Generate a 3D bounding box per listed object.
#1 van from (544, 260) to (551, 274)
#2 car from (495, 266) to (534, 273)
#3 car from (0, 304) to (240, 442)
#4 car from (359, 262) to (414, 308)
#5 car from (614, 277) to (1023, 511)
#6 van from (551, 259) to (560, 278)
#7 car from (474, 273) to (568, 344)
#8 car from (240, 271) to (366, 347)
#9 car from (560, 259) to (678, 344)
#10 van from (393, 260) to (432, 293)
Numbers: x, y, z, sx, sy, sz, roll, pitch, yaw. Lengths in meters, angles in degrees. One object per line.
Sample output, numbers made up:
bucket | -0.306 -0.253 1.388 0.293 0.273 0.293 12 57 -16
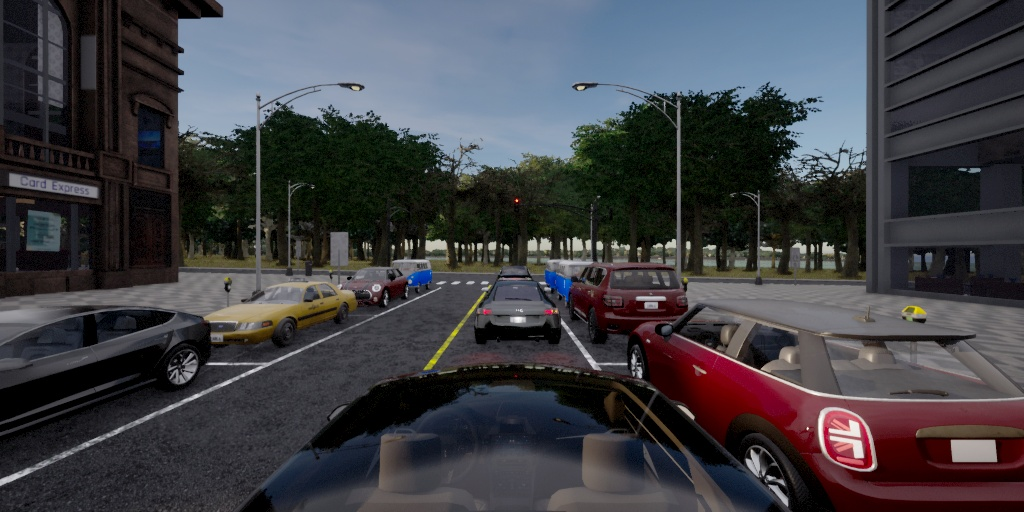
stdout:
van | 2.796 1.092 20.397 1.690 1.789 3.998 0 0 0
car | 0.131 1.243 18.451 2.128 1.511 4.902 0 0 0
car | -5.759 1.316 4.100 1.948 1.339 4.313 0 0 0
car | -5.739 1.191 14.975 1.967 1.591 4.097 0 0 0
car | 2.766 1.190 4.084 1.967 1.591 4.097 0 0 0
van | 2.786 1.092 14.959 1.690 1.789 3.998 0 0 0
car | 0.118 1.314 9.570 1.994 1.385 4.181 0 0 0
car | -5.750 1.276 9.368 1.751 1.417 4.829 0 0 0
car | 2.776 1.065 9.522 2.192 1.841 5.009 0 0 0
van | -5.729 1.092 20.413 1.690 1.789 3.998 0 0 0
